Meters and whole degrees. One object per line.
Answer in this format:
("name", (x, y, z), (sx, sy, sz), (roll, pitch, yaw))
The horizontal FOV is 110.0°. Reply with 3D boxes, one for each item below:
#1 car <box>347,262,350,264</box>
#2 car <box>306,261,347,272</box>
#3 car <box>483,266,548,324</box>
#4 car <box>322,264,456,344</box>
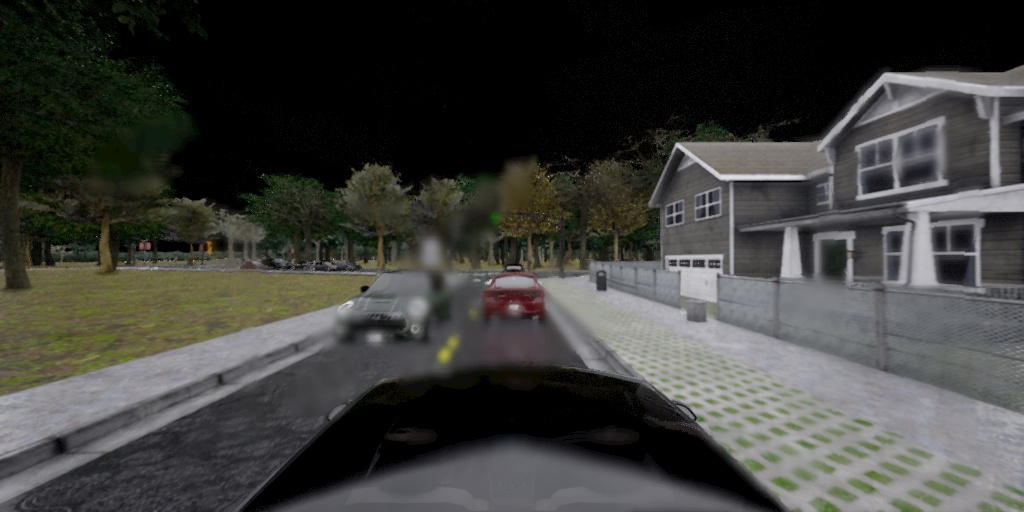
("car", (-24.999, 1.628, 53.785), (5.357, 1.411, 2.033), (0, -1, 24))
("car", (-26.320, 1.556, 50.807), (4.892, 1.490, 1.837), (0, -1, 24))
("car", (0.102, 1.290, 12.308), (1.882, 1.535, 5.008), (0, 0, 0))
("car", (-2.844, 1.149, 9.740), (2.097, 1.767, 4.553), (0, 0, 0))
